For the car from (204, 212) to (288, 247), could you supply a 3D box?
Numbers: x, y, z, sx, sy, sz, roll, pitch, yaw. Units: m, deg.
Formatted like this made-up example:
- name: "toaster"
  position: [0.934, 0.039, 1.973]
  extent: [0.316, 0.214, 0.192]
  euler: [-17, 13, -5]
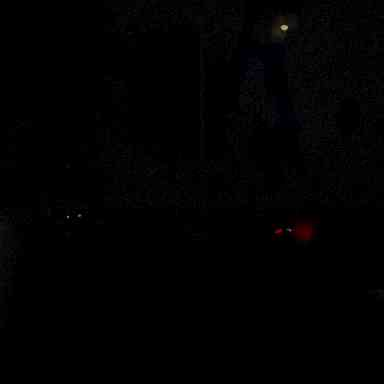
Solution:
- name: "car"
  position: [2.625, 1.673, 15.846]
  extent: [2.033, 1.411, 5.357]
  euler: [0, -1, -35]

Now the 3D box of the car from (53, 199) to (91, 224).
- name: "car"
  position: [-11.045, 1.710, 30.318]
  extent: [2.150, 2.045, 5.566]
  euler: [0, -1, -35]

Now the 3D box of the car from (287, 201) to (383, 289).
- name: "car"
  position: [5.079, 1.232, 7.165]
  extent: [2.150, 2.045, 5.566]
  euler: [0, -1, -35]

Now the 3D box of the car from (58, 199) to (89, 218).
- name: "car"
  position: [-14.472, 1.906, 40.388]
  extent: [2.150, 2.045, 5.566]
  euler: [0, -1, -35]
